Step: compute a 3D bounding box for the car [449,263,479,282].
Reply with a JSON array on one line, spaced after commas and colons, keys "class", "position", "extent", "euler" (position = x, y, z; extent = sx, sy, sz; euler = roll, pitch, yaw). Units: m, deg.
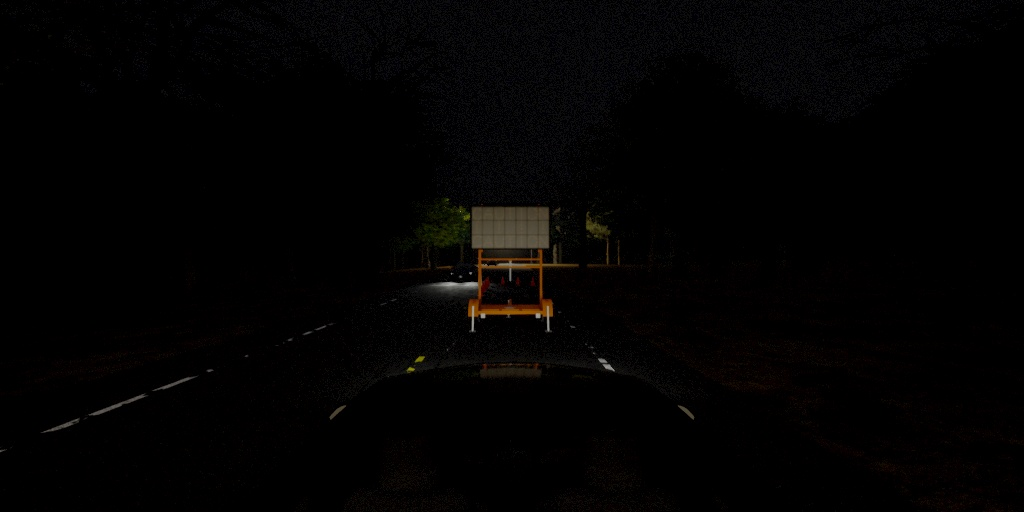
[{"class": "car", "position": [-3.740, 1.249, 28.369], "extent": [1.812, 1.442, 4.674], "euler": [0, 0, 0]}]

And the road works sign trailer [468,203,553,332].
[{"class": "road works sign trailer", "position": [-0.047, 0.213, 10.855], "extent": [2.380, 3.560, 2.880], "euler": [0, 0, 0]}]
